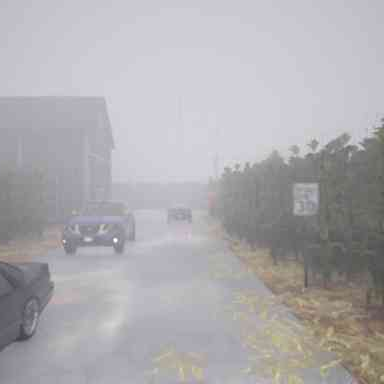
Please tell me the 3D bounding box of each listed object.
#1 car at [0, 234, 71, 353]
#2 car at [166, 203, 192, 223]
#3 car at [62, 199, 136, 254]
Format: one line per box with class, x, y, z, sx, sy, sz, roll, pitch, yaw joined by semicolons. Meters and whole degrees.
car;-3.326;1.585;3.803;2.033;1.411;5.357;-1;0;-2
car;-1.018;1.595;26.675;1.882;1.535;5.008;-1;0;-3
car;-3.781;1.341;14.524;2.150;2.045;5.566;-1;0;-2
